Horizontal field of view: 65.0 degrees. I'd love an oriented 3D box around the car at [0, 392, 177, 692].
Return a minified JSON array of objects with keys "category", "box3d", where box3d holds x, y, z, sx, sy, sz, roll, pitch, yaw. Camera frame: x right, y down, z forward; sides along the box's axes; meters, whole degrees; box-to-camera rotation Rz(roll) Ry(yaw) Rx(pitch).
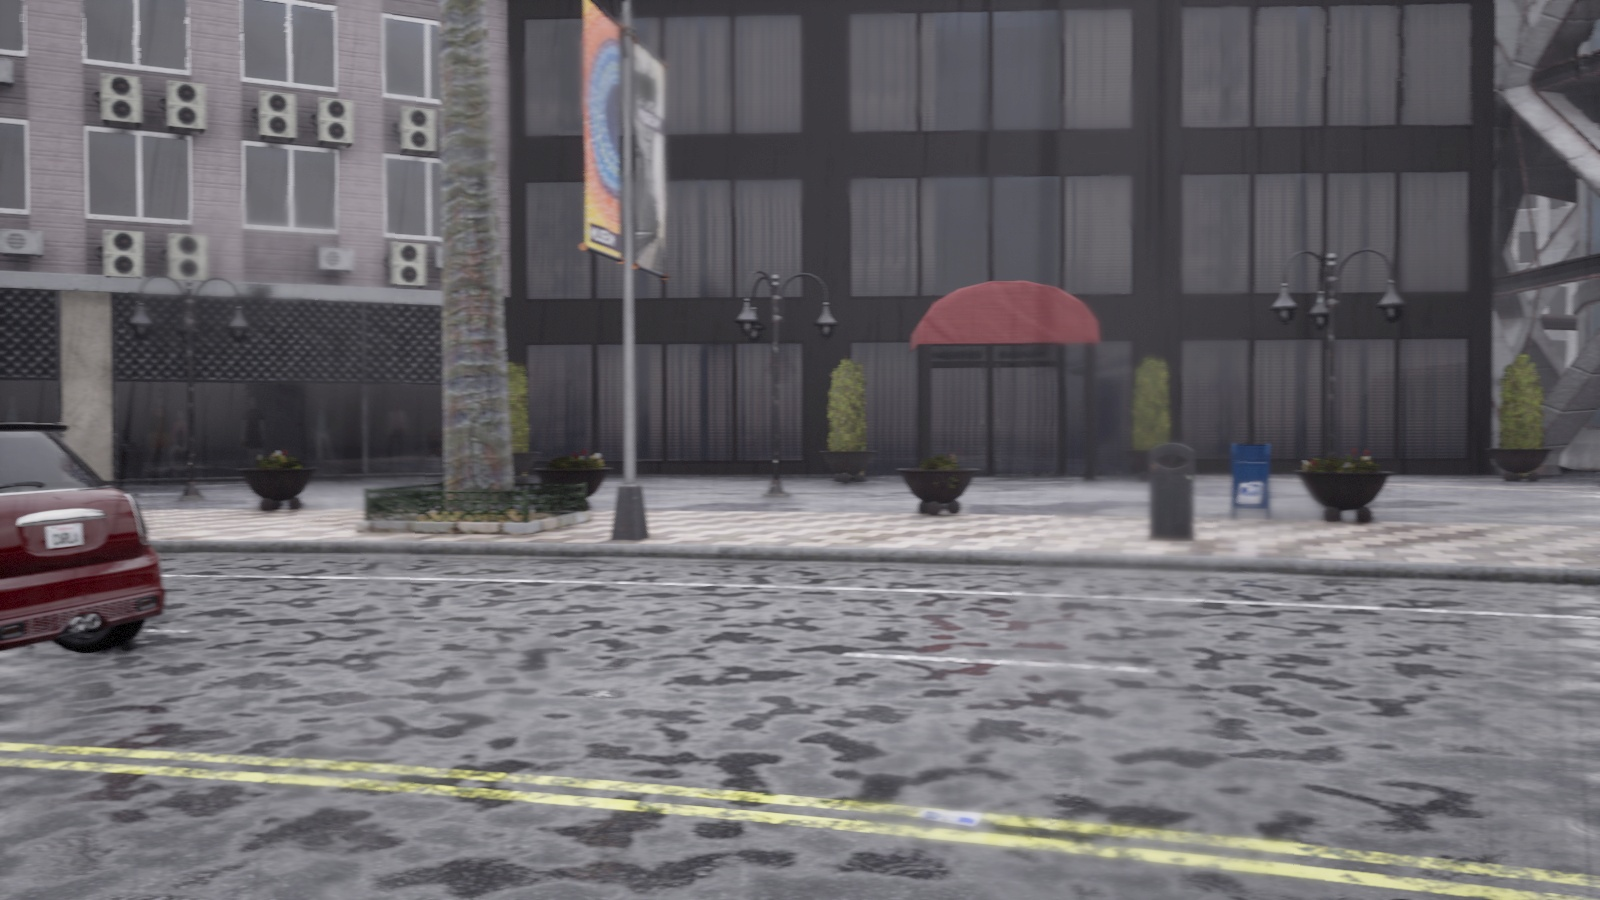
[{"category":"car","box3d":[-6.861,0.519,8.276,4.553,1.767,2.097,0,1,9]}]
